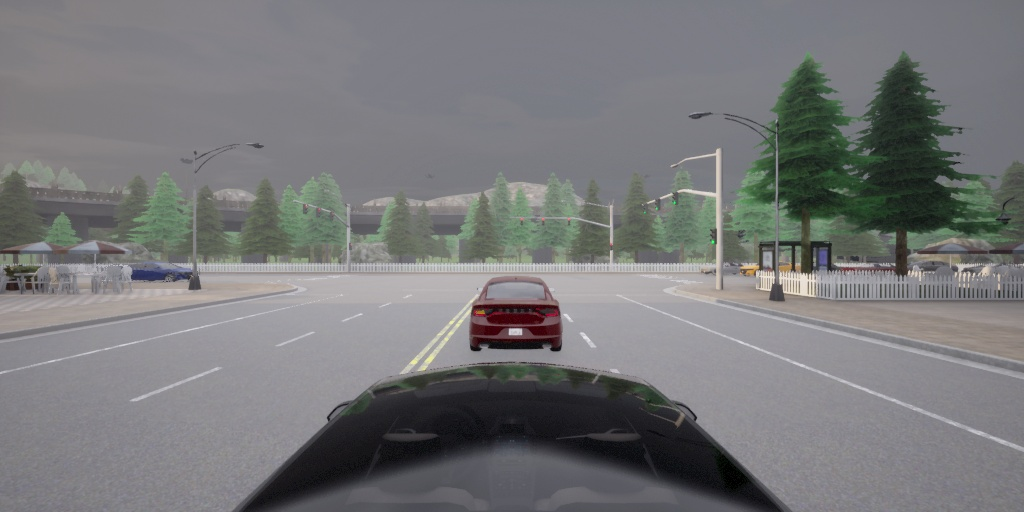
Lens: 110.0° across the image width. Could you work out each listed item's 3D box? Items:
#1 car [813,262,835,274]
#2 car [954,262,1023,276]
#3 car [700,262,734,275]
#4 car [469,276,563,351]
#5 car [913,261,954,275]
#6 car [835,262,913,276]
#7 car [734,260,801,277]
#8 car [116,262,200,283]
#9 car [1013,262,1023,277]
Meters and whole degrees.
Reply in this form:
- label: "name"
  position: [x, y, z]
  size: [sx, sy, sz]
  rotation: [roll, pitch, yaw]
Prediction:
- label: "car"
  position: [31.050, 1.295, 36.498]
  size: [4.718, 1.301, 1.895]
  rotation: [0, 0, 2]
- label: "car"
  position: [43.003, 1.258, 31.776]
  size: [4.181, 1.385, 1.994]
  rotation: [0, 0, 14]
- label: "car"
  position: [21.881, 1.295, 36.646]
  size: [4.718, 1.301, 1.895]
  rotation: [0, 0, 1]
- label: "car"
  position: [0.103, 1.228, 8.989]
  size: [1.882, 1.535, 5.008]
  rotation: [0, 0, 1]
- label: "car"
  position: [40.969, 1.199, 35.696]
  size: [4.892, 1.490, 1.837]
  rotation: [0, 0, 10]
- label: "car"
  position: [33.121, 1.295, 32.923]
  size: [4.718, 1.301, 1.895]
  rotation: [0, 0, 2]
- label: "car"
  position: [23.817, 1.172, 33.115]
  size: [5.008, 1.535, 1.882]
  rotation: [0, 0, 1]
- label: "car"
  position: [-25.819, 1.172, 26.263]
  size: [5.008, 1.535, 1.882]
  rotation: [0, 0, 0]
- label: "car"
  position: [50.983, 1.242, 33.042]
  size: [5.357, 1.411, 2.033]
  rotation: [0, 0, 22]
